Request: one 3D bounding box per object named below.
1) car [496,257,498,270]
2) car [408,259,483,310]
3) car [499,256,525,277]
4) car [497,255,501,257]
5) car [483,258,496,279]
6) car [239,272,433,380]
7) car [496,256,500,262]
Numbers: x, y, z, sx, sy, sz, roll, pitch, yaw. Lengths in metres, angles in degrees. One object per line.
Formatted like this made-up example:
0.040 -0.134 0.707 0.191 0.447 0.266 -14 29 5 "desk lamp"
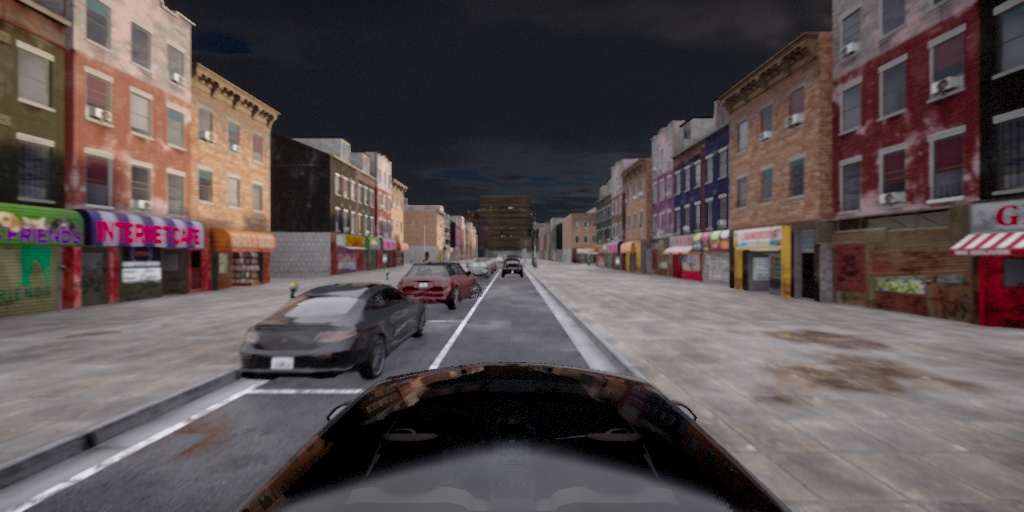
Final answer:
-2.652 1.040 34.781 1.888 1.381 4.507 0 0 0 "car"
-2.779 0.994 14.394 2.097 1.767 4.553 0 0 7 "car"
0.055 1.024 31.419 1.837 1.490 4.892 0 1 0 "car"
-2.657 0.952 45.598 1.751 1.417 4.829 0 0 0 "car"
-2.650 1.083 29.288 2.007 1.370 4.403 0 0 0 "car"
-3.027 1.229 7.029 1.812 1.442 4.674 0 0 0 "car"
-2.655 1.005 40.275 1.888 1.381 4.507 0 0 0 "car"
